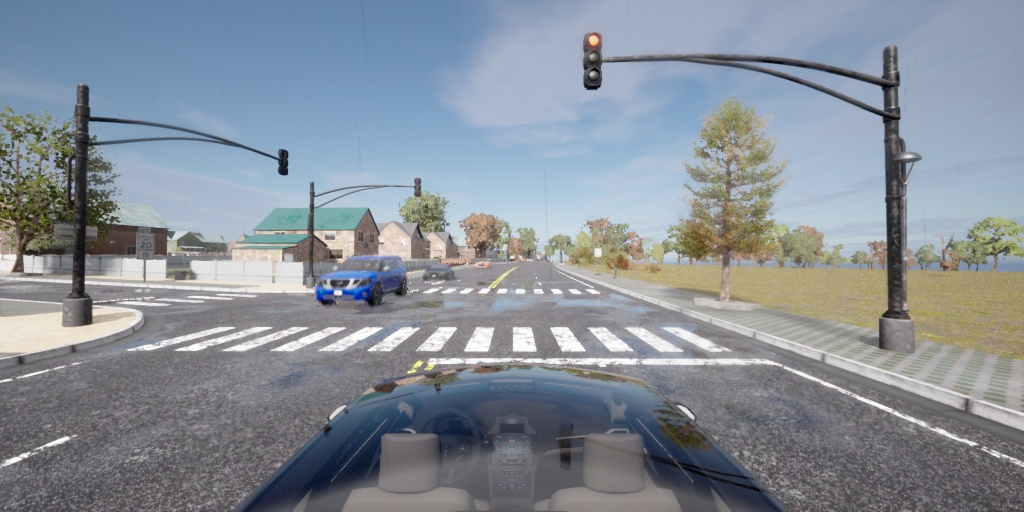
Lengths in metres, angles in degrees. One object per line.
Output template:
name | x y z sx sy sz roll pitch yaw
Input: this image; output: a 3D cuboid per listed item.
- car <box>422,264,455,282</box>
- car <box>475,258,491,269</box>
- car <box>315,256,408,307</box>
car | -5.983 1.350 29.751 1.994 1.385 4.181 0 0 2
car | -4.630 1.175 57.632 2.097 1.767 4.553 0 0 4
car | -6.345 1.004 15.938 2.150 2.045 5.566 0 0 1
